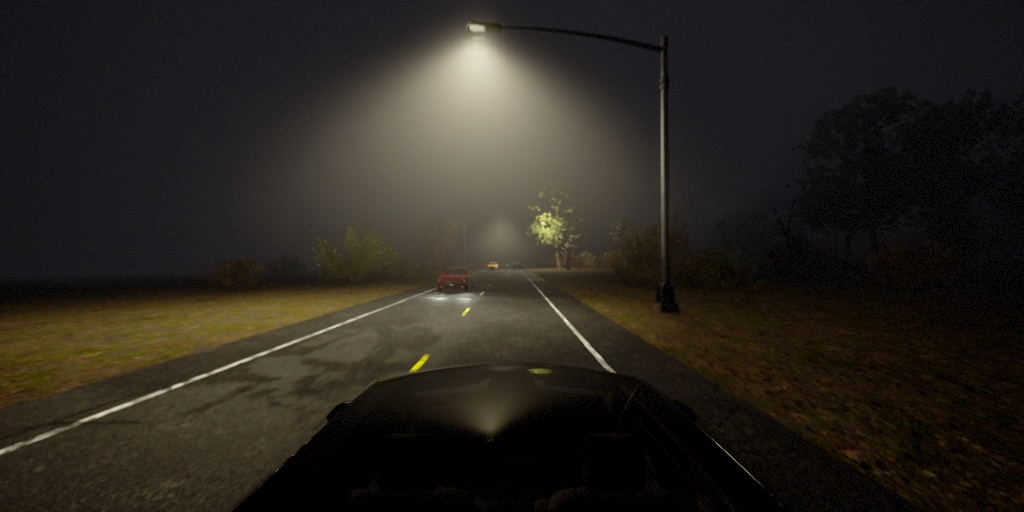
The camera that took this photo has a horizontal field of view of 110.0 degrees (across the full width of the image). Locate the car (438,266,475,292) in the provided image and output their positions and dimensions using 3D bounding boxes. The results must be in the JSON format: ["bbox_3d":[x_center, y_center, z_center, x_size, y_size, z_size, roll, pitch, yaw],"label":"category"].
[{"bbox_3d":[-3.600,1.460,23.748,1.882,1.535,5.008,0,-1,0],"label":"car"}]
